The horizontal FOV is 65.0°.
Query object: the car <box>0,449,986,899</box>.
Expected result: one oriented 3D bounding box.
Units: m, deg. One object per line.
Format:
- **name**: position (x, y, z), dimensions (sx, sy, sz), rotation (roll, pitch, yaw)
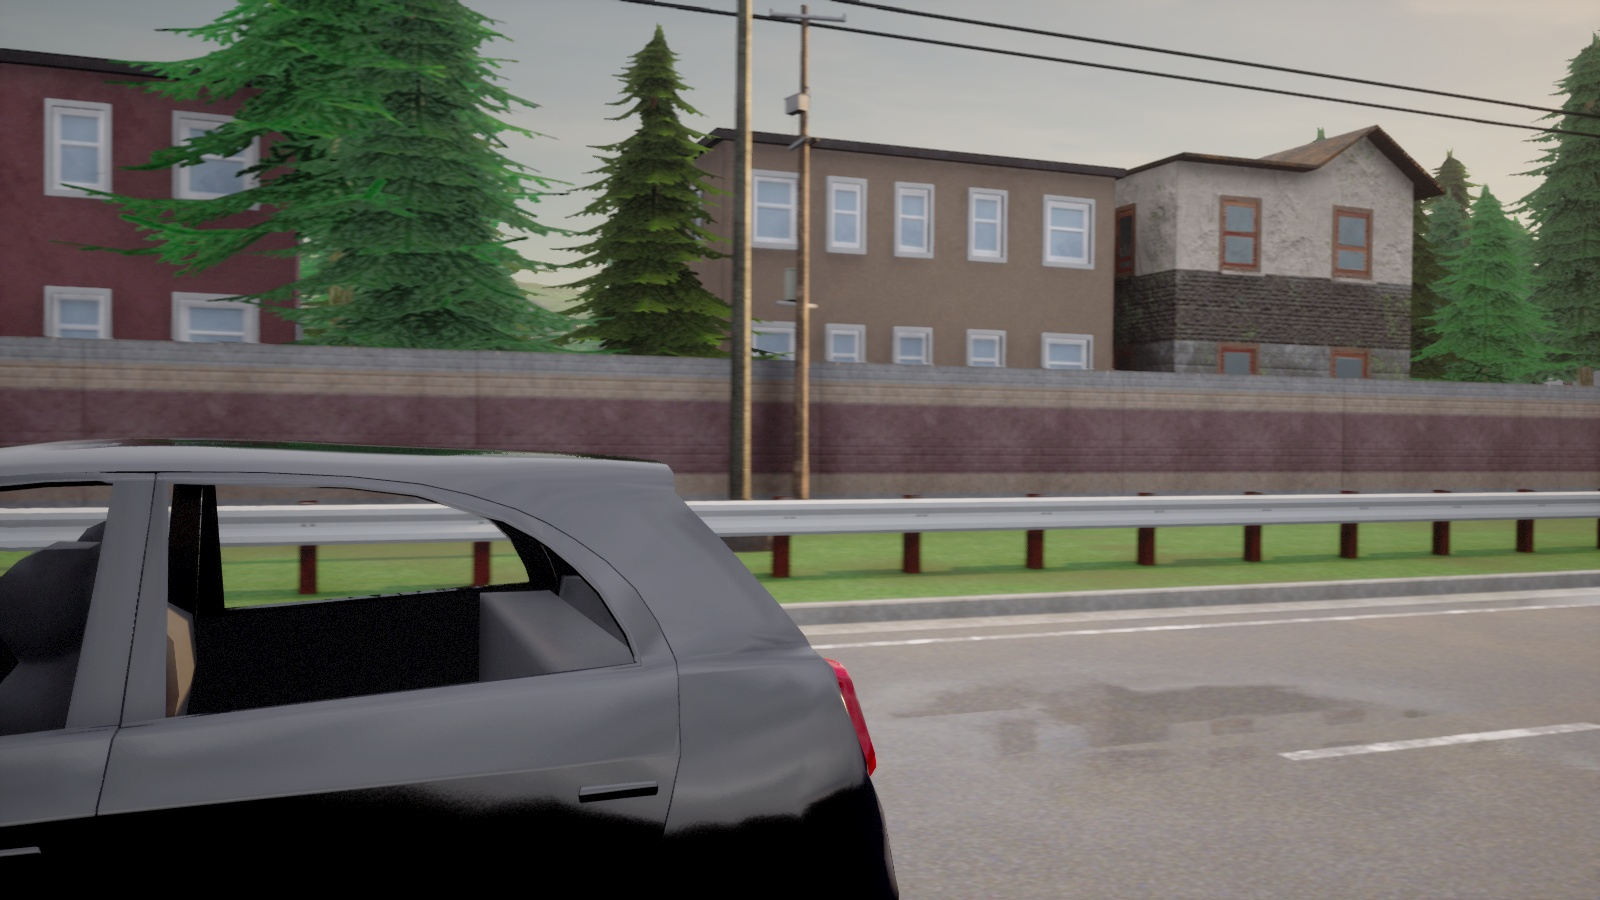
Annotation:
- **car**: position (-1.672, 0.788, 2.604), dimensions (3.633, 1.501, 1.845), rotation (-1, 1, -21)
